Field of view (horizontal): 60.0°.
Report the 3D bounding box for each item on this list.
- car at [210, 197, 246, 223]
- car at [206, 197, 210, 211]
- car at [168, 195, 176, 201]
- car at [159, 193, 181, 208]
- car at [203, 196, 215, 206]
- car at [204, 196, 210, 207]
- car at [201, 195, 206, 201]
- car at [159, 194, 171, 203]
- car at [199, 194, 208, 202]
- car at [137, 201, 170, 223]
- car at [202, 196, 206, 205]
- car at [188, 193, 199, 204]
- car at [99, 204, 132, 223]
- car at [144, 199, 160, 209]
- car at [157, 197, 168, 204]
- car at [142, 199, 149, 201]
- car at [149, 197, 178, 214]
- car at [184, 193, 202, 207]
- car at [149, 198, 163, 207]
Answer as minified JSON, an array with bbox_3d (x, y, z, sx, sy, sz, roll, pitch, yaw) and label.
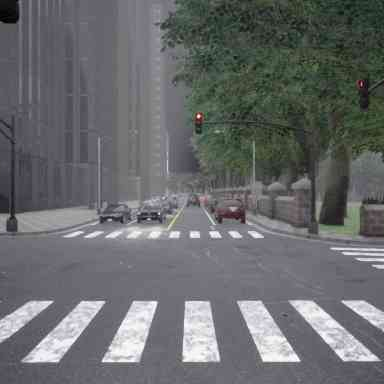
[{"bbox_3d":[2.829,1.326,25.248,2.192,1.841,5.009,0,0,0],"label":"car"},{"bbox_3d":[2.858,1.588,36.160,1.947,1.339,4.313,0,0,0],"label":"car"},{"bbox_3d":[-5.524,1.534,90.745,1.967,1.590,4.097,0,0,0],"label":"car"},{"bbox_3d":[-2.968,1.385,45.793,2.097,1.767,4.553,0,0,0],"label":"car"},{"bbox_3d":[2.915,1.487,57.986,1.967,1.590,4.097,0,0,0],"label":"car"},{"bbox_3d":[2.872,1.579,41.616,2.008,1.369,4.403,0,0,0],"label":"car"},{"bbox_3d":[2.901,1.481,52.530,1.967,1.590,4.097,0,0,0],"label":"car"},{"bbox_3d":[-5.581,1.375,68.917,2.192,1.841,5.009,0,0,0],"label":"car"},{"bbox_3d":[2.587,1.425,75.874,2.097,1.767,4.553,0,0,0],"label":"car"},{"bbox_3d":[-3.032,1.612,25.700,1.895,1.301,4.718,0,0,0],"label":"car"},{"bbox_3d":[2.886,1.586,47.073,2.008,1.369,4.403,0,0,0],"label":"car"},{"bbox_3d":[0.276,1.281,68.312,2.150,2.045,5.566,0,0,0],"label":"car"},{"bbox_3d":[-5.696,1.577,25.261,1.947,1.339,4.313,0,0,0],"label":"car"},{"bbox_3d":[-5.639,1.617,47.089,1.802,1.307,4.206,0,0,0],"label":"car"},{"bbox_3d":[-5.596,1.635,63.460,1.802,1.307,4.206,0,0,0],"label":"car"},{"bbox_3d":[-5.653,1.579,41.631,2.008,1.369,4.403,0,0,0],"label":"car"},{"bbox_3d":[-3.001,1.569,35.518,2.033,1.411,5.357,0,0,1],"label":"car"},{"bbox_3d":[0.239,1.397,53.146,2.097,1.767,4.553,0,0,0],"label":"car"},{"bbox_3d":[-5.624,1.623,52.546,1.802,1.307,4.206,0,0,0],"label":"car"}]
